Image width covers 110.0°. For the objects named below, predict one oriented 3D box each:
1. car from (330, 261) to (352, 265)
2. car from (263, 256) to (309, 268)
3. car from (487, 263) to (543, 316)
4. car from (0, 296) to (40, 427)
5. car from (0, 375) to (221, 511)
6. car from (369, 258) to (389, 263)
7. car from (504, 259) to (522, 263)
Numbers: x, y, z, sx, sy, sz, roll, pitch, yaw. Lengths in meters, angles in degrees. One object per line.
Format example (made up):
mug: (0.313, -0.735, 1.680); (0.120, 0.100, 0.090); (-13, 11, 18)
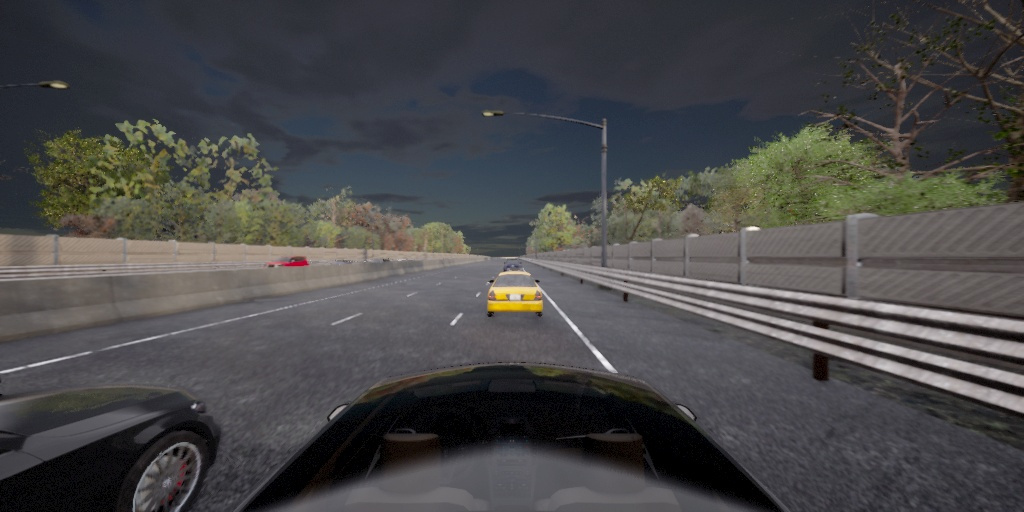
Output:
car: (-21.100, 1.321, 44.235); (2.033, 1.411, 5.357); (0, 0, 0)
car: (-24.608, 0.992, 39.349); (2.150, 2.045, 5.566); (0, 0, 0)
car: (0.094, 1.213, 13.264); (1.801, 1.575, 5.366); (0, 0, 0)
car: (-6.902, 1.255, 2.096); (1.837, 1.490, 4.892); (0, 0, 0)
car: (-3.388, 1.275, 1.066); (1.812, 1.442, 4.674); (0, 0, 0)
car: (-17.595, 1.126, 47.199); (2.097, 1.767, 4.553); (0, 0, 0)
car: (0.081, 1.125, 41.916); (2.097, 1.767, 4.553); (0, 0, 0)
